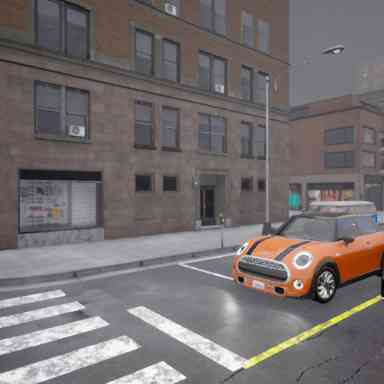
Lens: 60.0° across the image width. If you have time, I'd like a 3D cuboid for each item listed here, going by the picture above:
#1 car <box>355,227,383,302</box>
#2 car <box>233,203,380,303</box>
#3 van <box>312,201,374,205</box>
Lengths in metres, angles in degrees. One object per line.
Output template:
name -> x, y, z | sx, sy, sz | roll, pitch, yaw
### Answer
car -> 5.369, 1.469, 6.373 | 4.902, 1.511, 2.128 | 0, 0, -40
car -> 3.131, 1.321, 8.269 | 4.553, 1.767, 2.097 | 0, 0, -38
van -> 6.410, 1.281, 14.251 | 3.998, 1.788, 1.690 | 0, 0, -40
